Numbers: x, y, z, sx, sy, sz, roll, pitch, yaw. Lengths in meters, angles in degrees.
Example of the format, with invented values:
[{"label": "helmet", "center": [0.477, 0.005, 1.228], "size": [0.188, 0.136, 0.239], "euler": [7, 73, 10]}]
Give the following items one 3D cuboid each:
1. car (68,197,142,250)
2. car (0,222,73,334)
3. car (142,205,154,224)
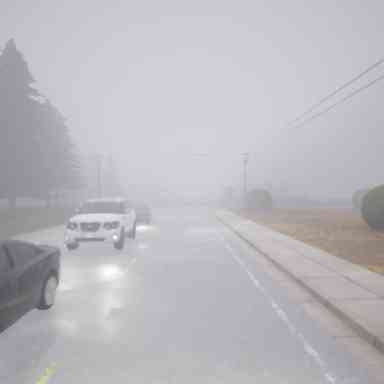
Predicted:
[{"label": "car", "center": [-3.869, 1.283, 15.099], "size": [2.150, 2.045, 5.566], "euler": [0, 0, -1]}, {"label": "car", "center": [-3.676, 1.510, 5.087], "size": [1.882, 1.535, 5.008], "euler": [0, 0, -1]}, {"label": "car", "center": [-4.047, 1.655, 25.213], "size": [1.994, 1.385, 4.181], "euler": [0, 0, -1]}]
